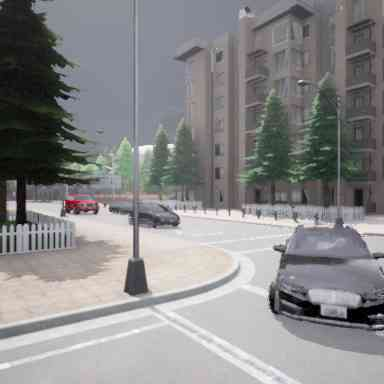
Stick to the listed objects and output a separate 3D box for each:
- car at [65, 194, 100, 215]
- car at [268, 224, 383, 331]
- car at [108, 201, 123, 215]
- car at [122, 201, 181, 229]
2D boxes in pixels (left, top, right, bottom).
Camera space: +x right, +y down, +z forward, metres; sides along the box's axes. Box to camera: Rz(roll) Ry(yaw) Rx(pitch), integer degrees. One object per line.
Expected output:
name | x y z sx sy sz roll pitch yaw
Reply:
car | -11.463 1.255 34.497 2.150 2.045 5.566 0 0 -36
car | 2.925 1.504 7.238 2.128 1.511 4.902 1 0 20
car | -7.247 1.601 34.913 1.994 1.385 4.181 0 0 -36
car | -2.635 1.536 22.285 1.837 1.490 4.892 0 0 -36
